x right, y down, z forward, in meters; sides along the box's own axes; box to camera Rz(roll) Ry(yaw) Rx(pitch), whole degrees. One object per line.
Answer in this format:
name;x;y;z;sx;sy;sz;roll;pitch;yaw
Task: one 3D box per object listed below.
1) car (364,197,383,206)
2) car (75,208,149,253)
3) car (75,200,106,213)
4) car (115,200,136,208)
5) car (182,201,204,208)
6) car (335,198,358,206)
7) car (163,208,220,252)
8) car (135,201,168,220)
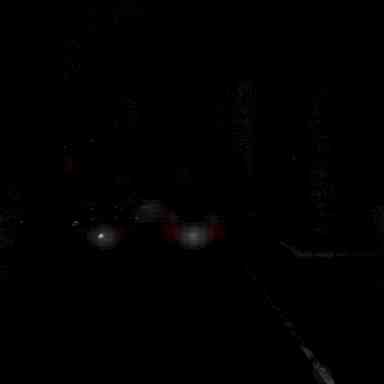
car;32.117;1.544;57.784;4.097;1.590;1.967;0;-1;-1
car;-3.177;1.557;13.756;1.994;1.385;4.181;0;0;0
car;-9.820;1.521;32.595;1.882;1.535;5.008;0;0;0
car;-6.561;1.555;33.959;1.837;1.490;4.892;0;-1;0
car;0.081;1.555;29.065;1.812;1.442;4.674;0;0;1
car;26.479;1.701;57.697;4.206;1.307;1.802;0;-1;-1
car;0.075;1.557;13.855;1.994;1.385;4.181;0;0;0
car;-3.173;1.519;28.595;2.128;1.511;4.902;0;0;0
